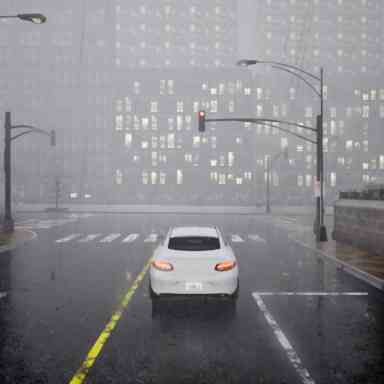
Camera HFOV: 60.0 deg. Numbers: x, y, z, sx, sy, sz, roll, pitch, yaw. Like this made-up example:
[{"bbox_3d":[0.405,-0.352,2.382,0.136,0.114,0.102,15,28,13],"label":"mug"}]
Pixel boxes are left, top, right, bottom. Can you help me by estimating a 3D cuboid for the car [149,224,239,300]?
[{"bbox_3d":[0.056,1.525,8.281,1.812,1.442,4.674,0,0,0],"label":"car"}]
